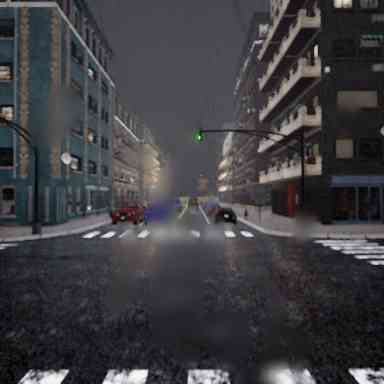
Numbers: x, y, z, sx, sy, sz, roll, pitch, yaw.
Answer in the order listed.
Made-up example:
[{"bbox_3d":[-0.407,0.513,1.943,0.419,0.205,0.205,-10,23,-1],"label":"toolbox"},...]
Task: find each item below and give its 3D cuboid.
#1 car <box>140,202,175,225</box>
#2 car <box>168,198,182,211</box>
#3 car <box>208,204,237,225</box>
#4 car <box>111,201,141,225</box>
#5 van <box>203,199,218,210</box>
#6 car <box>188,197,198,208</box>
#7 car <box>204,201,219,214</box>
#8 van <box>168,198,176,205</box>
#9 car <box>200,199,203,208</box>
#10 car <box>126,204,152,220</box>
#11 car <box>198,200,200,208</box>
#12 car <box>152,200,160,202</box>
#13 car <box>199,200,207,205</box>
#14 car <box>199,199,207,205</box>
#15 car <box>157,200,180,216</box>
[{"bbox_3d":[-2.762,1.842,27.606,1.882,1.535,5.008,0,-1,0],"label":"car"},{"bbox_3d":[-2.683,1.852,48.564,2.150,2.045,5.566,0,-1,1],"label":"car"},{"bbox_3d":[2.656,1.926,27.647,1.947,1.339,4.313,0,-1,0],"label":"car"},{"bbox_3d":[-5.224,1.682,27.673,2.192,1.841,5.009,0,-1,0],"label":"car"},{"bbox_3d":[2.708,1.913,44.304,1.690,1.788,3.998,0,-1,0],"label":"van"},{"bbox_3d":[0.309,2.087,67.436,2.150,2.045,5.566,0,-1,0],"label":"car"},{"bbox_3d":[2.691,2.084,38.749,1.802,1.307,4.206,0,-1,0],"label":"car"},{"bbox_3d":[-5.053,2.405,83.189,1.690,1.788,3.998,0,-1,0],"label":"van"},{"bbox_3d":[2.742,2.153,55.406,1.967,1.590,4.097,0,-1,0],"label":"car"},{"bbox_3d":[-5.207,1.983,33.222,1.887,1.381,4.507,0,-1,0],"label":"car"},{"bbox_3d":[2.776,2.402,66.508,2.008,1.369,4.403,0,-1,0],"label":"car"},{"bbox_3d":[-5.173,2.124,44.325,1.887,1.381,4.507,0,-1,0],"label":"car"},{"bbox_3d":[2.827,2.602,83.163,1.887,1.381,4.507,0,-1,0],"label":"car"},{"bbox_3d":[2.844,2.669,88.714,1.887,1.381,4.507,0,-1,0],"label":"car"},{"bbox_3d":[-2.725,2.001,37.975,1.837,1.490,4.892,0,-1,0],"label":"car"}]
